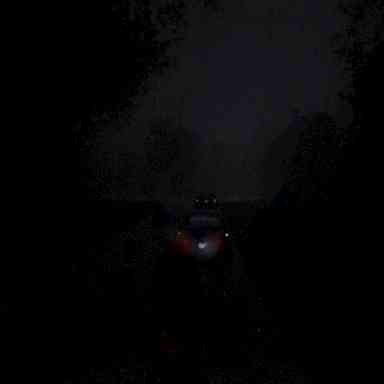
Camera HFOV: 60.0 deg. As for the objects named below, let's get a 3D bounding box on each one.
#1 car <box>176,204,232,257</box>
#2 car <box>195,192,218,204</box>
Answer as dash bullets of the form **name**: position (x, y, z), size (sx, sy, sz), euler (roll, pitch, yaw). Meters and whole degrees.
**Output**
- **car**: position (0.438, 1.408, 12.365), size (1.812, 1.442, 4.674), euler (0, 1, 2)
- **car**: position (1.370, 0.809, 31.828), size (2.097, 1.767, 4.553), euler (0, 1, 3)
